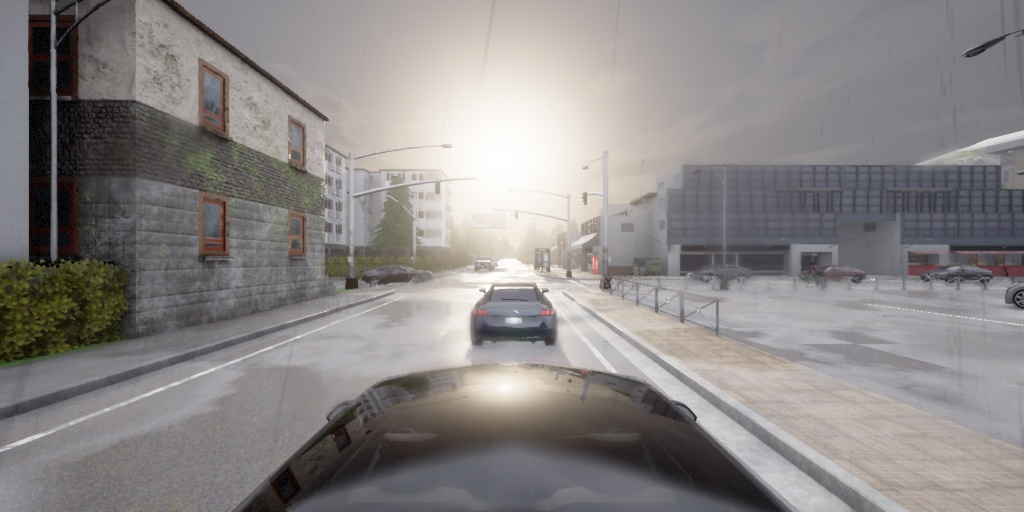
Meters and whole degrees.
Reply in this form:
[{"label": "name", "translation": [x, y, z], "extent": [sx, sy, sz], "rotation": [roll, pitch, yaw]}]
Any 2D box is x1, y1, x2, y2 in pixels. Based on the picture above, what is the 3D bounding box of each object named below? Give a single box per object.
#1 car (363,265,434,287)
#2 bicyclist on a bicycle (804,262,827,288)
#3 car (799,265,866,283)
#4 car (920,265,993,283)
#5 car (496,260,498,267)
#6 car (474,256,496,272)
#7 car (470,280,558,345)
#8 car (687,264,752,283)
[{"label": "car", "translation": [-8.139, 1.362, 25.784], "extent": [4.902, 1.511, 2.128], "rotation": [-2, 0, 0]}, {"label": "bicyclist on a bicycle", "translation": [18.692, 1.227, 22.092], "extent": [0.582, 1.620, 1.656], "rotation": [0, 0, 0]}, {"label": "car", "translation": [26.402, 1.452, 29.597], "extent": [4.674, 1.442, 1.812], "rotation": [0, 0, 0]}, {"label": "car", "translation": [36.712, 1.452, 29.617], "extent": [4.674, 1.442, 1.812], "rotation": [0, 0, 0]}, {"label": "car", "translation": [-3.647, 1.351, 56.983], "extent": [1.895, 1.301, 4.718], "rotation": [0, 0, 0]}, {"label": "car", "translation": [-3.647, 0.972, 47.090], "extent": [2.150, 2.045, 5.566], "rotation": [0, 0, 0]}, {"label": "car", "translation": [0.054, 1.314, 9.473], "extent": [1.994, 1.385, 4.181], "rotation": [0, 0, 0]}, {"label": "car", "translation": [17.037, 1.417, 29.569], "extent": [4.902, 1.511, 2.128], "rotation": [0, 0, 0]}]
